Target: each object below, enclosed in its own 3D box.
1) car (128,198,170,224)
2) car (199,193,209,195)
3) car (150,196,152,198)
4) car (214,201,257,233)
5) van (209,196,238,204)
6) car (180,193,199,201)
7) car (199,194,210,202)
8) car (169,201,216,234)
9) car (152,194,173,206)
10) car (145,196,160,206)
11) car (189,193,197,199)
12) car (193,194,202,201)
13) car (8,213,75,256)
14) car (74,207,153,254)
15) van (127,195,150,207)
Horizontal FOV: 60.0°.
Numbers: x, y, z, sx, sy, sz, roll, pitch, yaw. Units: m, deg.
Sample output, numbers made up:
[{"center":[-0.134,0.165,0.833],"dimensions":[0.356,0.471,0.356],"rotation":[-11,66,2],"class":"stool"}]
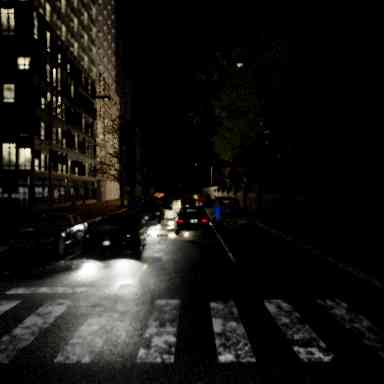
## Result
[{"center":[-3.003,1.414,24.245],"dimensions":[2.128,1.511,4.902],"rotation":[0,0,-1],"class":"car"},{"center":[1.876,1.097,51.957],"dimensions":[2.192,1.841,5.009],"rotation":[0,0,-2],"class":"car"},{"center":[-5.882,1.412,40.628],"dimensions":[1.887,1.381,4.507],"rotation":[0,0,-1],"class":"car"},{"center":[2.474,1.444,18.859],"dimensions":[1.752,1.417,4.829],"rotation":[0,0,-1],"class":"car"},{"center":[2.414,1.239,24.233],"dimensions":[1.690,1.788,3.998],"rotation":[0,0,-1],"class":"van"},{"center":[-0.511,1.173,45.418],"dimensions":[2.097,1.767,4.553],"rotation":[0,0,-1],"class":"car"},{"center":[2.136,1.354,41.034],"dimensions":[1.752,1.417,4.829],"rotation":[0,0,-1],"class":"car"},{"center":[0.004,1.477,18.905],"dimensions":[2.033,1.411,5.357],"rotation":[0,0,-1],"class":"car"},{"center":[-3.202,1.344,38.050],"dimensions":[1.882,1.535,5.008],"rotation":[0,1,-1],"class":"car"},{"center":[-6.144,1.365,51.720],"dimensions":[1.887,1.381,4.507],"rotation":[0,0,-1],"class":"car"},{"center":[0.197,1.074,88.860],"dimensions":[1.801,1.575,5.366],"rotation":[0,0,-3],"class":"car"},{"center":[1.150,1.208,74.307],"dimensions":[1.752,1.417,4.829],"rotation":[0,0,-2],"class":"car"},{"center":[-5.359,1.529,12.901],"dimensions":[2.008,1.369,4.403],"rotation":[0,0,0],"class":"car"},{"center":[-2.902,1.530,13.261],"dimensions":[1.994,1.385,4.181],"rotation":[0,0,0],"class":"car"},{"center":[-5.776,1.232,35.081],"dimensions":[1.690,1.788,3.998],"rotation":[0,0,-1],"class":"van"}]
